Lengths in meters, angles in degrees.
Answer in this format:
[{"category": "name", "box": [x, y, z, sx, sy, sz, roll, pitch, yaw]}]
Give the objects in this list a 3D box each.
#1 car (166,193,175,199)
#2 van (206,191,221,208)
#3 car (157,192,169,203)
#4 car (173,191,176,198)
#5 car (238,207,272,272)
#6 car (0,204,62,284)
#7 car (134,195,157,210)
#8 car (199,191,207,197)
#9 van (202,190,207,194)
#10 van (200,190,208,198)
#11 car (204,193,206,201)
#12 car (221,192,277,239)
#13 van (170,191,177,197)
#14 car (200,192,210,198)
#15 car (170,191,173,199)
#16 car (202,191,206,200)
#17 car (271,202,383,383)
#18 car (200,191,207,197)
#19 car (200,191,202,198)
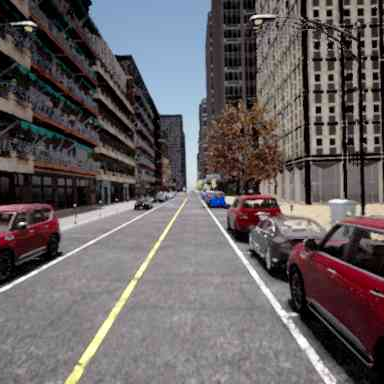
[{"category": "car", "box": [-5.345, 0.864, 83.491, 2.008, 1.369, 4.403, -2, 0, 0]}, {"category": "van", "box": [2.867, 0.832, 38.154, 1.690, 1.788, 3.998, -1, 1, 0]}, {"category": "car", "box": [-5.445, 1.116, 55.176, 1.947, 1.339, 4.313, -1, 1, 0]}, {"category": "car", "box": [-5.367, 0.884, 77.657, 1.752, 1.417, 4.829, -2, 0, 0]}, {"category": "car", "box": [2.774, 1.353, 9.842, 2.008, 1.369, 4.403, -1, 1, 0]}, {"category": "car", "box": [-5.609, 1.349, 9.871, 2.192, 1.841, 5.009, -1, 1, 0]}, {"category": "car", "box": [-5.505, 1.289, 38.188, 1.947, 1.339, 4.313, -1, 1, 0]}, {"category": "car", "box": [3.073, 0.545, 94.787, 2.008, 1.369, 4.403, -2, 0, 0]}, {"category": "van", "box": [2.926, 0.660, 55.142, 1.690, 1.788, 3.998, -1, 1, 0]}, {"category": "van", "box": [3.026, 0.423, 83.458, 1.690, 1.788, 3.998, -2, 0, 0]}, {"category": "car", "box": [2.893, 1.015, 43.820, 1.802, 1.307, 4.206, -1, 1, 0]}, {"category": "car", "box": [2.787, 1.051, 15.501, 2.192, 1.841, 5.009, -1, 1, 0]}, {"category": "van", "box": [-5.310, 0.568, 94.818, 1.690, 1.788, 3.998, -2, 0, 0]}, {"category": "car", "box": [3.011, 0.676, 77.795, 2.008, 1.369, 4.403, -2, 0, 0]}, {"category": "car", "box": [-5.406, 0.999, 66.502, 2.008, 1.369, 4.403, -1, 0, 0]}, {"category": "car", "box": [2.913, 0.957, 49.482, 1.802, 1.307, 4.206, -1, 1, 0]}, {"category": "car", "box": [2.749, 1.185, 4.176, 2.192, 1.841, 5.009, -1, 1, 0]}, {"category": "car", "box": [3.052, 0.583, 89.123, 1.887, 1.381, 4.507, -2, 0, 0]}, {"category": "car", "box": [2.972, 0.798, 66.470, 1.802, 1.307, 4.206, -2, 0, 0]}]
